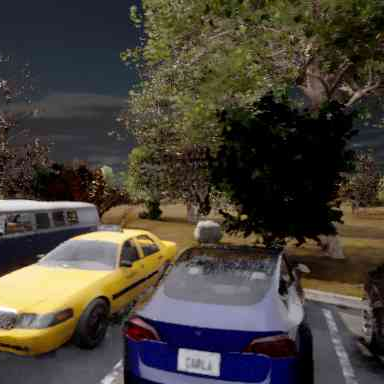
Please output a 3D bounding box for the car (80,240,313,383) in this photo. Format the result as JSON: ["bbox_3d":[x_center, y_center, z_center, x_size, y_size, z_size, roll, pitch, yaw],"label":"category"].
[{"bbox_3d":[0.688,1.513,5.053,2.163,1.488,4.792,0,-1,16],"label":"car"}]

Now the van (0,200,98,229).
[{"bbox_3d":[-4.176,1.246,8.386,1.878,1.987,4.442,1,-1,16],"label":"van"}]

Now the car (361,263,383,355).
[{"bbox_3d":[3.097,1.517,3.260,2.163,1.488,4.792,1,-1,16],"label":"car"}]

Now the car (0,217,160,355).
[{"bbox_3d":[-1.782,1.472,6.580,1.946,1.575,5.366,1,-1,16],"label":"car"}]
